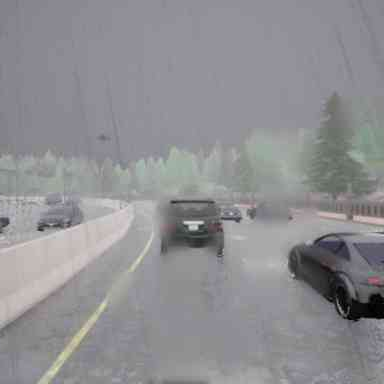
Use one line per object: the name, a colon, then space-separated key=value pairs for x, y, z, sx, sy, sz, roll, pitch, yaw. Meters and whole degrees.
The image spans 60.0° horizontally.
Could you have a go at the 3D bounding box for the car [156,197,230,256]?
car: x=-0.065 y=1.221 z=13.202 sx=2.150 sy=2.045 sz=5.566 roll=0 pitch=0 yaw=-2

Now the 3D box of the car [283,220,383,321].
car: x=3.574 y=1.564 z=7.281 sx=1.994 sy=1.385 sz=4.181 roll=0 pitch=0 yaw=0

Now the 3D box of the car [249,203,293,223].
car: x=5.826 y=1.547 z=25.406 sx=2.033 sy=1.411 sz=5.357 roll=0 pitch=0 yaw=-9

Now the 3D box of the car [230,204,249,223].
car: x=2.299 y=1.547 z=25.325 sx=2.033 sy=1.411 sz=5.357 roll=0 pitch=0 yaw=-9
